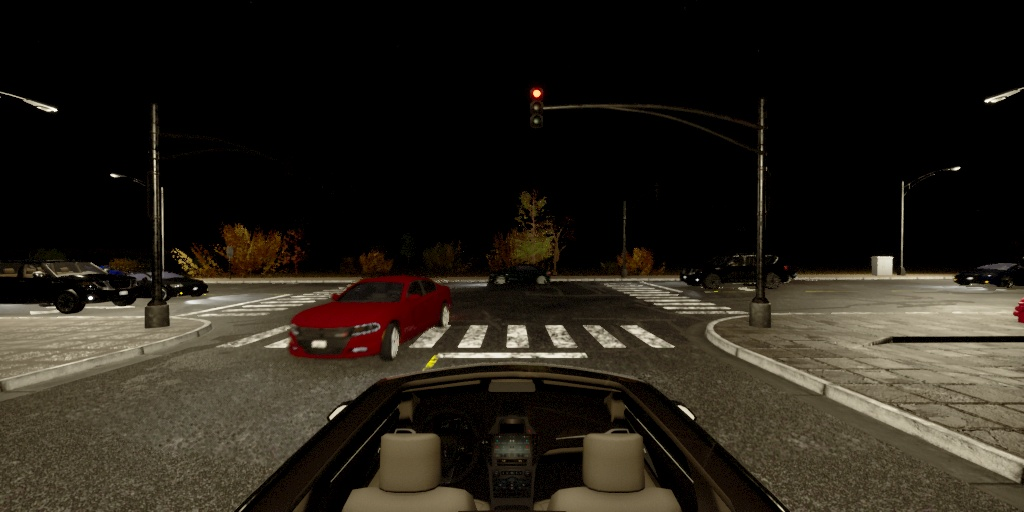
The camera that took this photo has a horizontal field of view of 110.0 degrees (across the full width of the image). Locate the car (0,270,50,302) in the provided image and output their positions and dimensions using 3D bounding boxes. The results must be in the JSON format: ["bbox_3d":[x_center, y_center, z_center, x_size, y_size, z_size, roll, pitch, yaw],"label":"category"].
[{"bbox_3d":[-26.760,1.482,17.661,5.357,1.411,2.033,0,1,0],"label":"car"}]

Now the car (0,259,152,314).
[{"bbox_3d":[-18.275,1.140,14.339,5.566,2.045,2.150,0,1,0],"label":"car"}]

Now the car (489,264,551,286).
[{"bbox_3d":[0.544,1.234,24.147,4.181,1.385,1.994,0,1,0],"label":"car"}]

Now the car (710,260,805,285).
[{"bbox_3d":[16.275,1.063,24.024,4.902,1.511,2.128,0,1,1],"label":"car"}]

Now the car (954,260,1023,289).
[{"bbox_3d":[28.443,1.103,20.678,4.181,1.385,1.994,0,1,0],"label":"car"}]

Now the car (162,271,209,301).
[{"bbox_3d":[-17.520,1.437,17.589,4.181,1.385,1.994,0,1,0],"label":"car"}]

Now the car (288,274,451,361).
[{"bbox_3d":[-2.955,1.226,8.572,1.882,1.535,5.008,-1,0,8],"label":"car"}]

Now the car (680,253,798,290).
[{"bbox_3d":[12.822,0.855,20.802,5.566,2.045,2.150,0,1,1],"label":"car"}]
